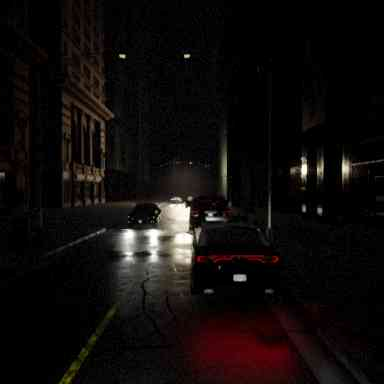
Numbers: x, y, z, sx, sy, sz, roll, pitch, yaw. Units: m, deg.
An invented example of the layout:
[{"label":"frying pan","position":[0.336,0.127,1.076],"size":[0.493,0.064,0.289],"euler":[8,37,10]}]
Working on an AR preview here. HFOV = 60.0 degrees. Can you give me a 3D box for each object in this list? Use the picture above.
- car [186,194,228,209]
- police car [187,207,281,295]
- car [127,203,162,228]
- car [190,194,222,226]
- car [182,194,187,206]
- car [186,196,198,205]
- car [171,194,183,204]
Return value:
[{"label":"car","position":[0.917,1.221,18.796],"size":[2.150,2.045,5.566],"euler":[0,0,0]},{"label":"police car","position":[0.906,1.421,8.876],"size":[1.930,1.638,5.238],"euler":[0,0,0]},{"label":"car","position":[-3.081,1.502,22.243],"size":[1.837,1.490,4.892],"euler":[0,0,0]},{"label":"car","position":[0.922,1.222,24.796],"size":[2.150,2.045,5.566],"euler":[0,0,0]},{"label":"car","position":[0.057,1.487,46.179],"size":[2.128,1.511,4.902],"euler":[0,0,0]},{"label":"car","position":[0.057,1.536,59.869],"size":[2.033,1.411,5.357],"euler":[0,0,0]},{"label":"car","position":[-2.989,1.587,63.403],"size":[1.895,1.301,4.718],"euler":[0,0,1]}]
